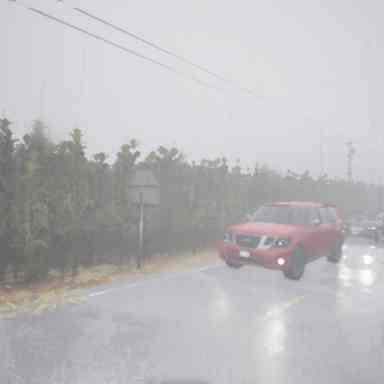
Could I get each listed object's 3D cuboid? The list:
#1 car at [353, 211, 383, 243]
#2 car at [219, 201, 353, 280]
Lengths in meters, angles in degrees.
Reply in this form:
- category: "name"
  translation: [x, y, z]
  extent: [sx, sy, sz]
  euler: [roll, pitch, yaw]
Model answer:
- category: "car"
  translation: [9.754, 1.823, 18.439]
  extent: [2.128, 1.511, 4.902]
  euler: [2, 0, 41]
- category: "car"
  translation: [3.175, 1.331, 10.808]
  extent: [2.150, 2.045, 5.566]
  euler: [2, 0, 40]
